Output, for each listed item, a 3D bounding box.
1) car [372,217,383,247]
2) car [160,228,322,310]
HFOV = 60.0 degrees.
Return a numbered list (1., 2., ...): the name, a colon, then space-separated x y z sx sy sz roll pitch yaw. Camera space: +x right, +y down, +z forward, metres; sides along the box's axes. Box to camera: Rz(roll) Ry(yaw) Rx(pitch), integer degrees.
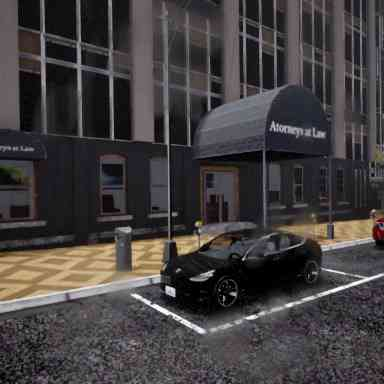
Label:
1. car: 9.596 1.310 13.994 5.009 1.841 2.192 0 -1 -37
2. car: 1.316 1.564 7.797 4.313 1.339 1.947 0 -1 -37
